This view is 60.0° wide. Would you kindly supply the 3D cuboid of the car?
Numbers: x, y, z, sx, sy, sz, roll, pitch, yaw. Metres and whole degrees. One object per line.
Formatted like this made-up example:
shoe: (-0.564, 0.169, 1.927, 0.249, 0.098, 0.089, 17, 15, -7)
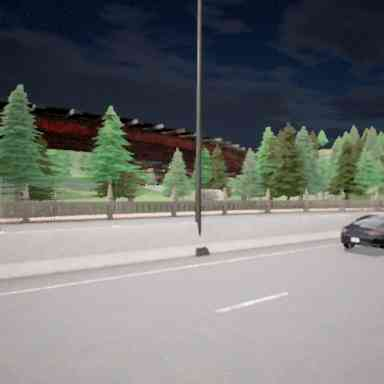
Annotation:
car: (8.059, 1.661, 13.907, 4.674, 1.442, 1.812, 0, 0, -35)
